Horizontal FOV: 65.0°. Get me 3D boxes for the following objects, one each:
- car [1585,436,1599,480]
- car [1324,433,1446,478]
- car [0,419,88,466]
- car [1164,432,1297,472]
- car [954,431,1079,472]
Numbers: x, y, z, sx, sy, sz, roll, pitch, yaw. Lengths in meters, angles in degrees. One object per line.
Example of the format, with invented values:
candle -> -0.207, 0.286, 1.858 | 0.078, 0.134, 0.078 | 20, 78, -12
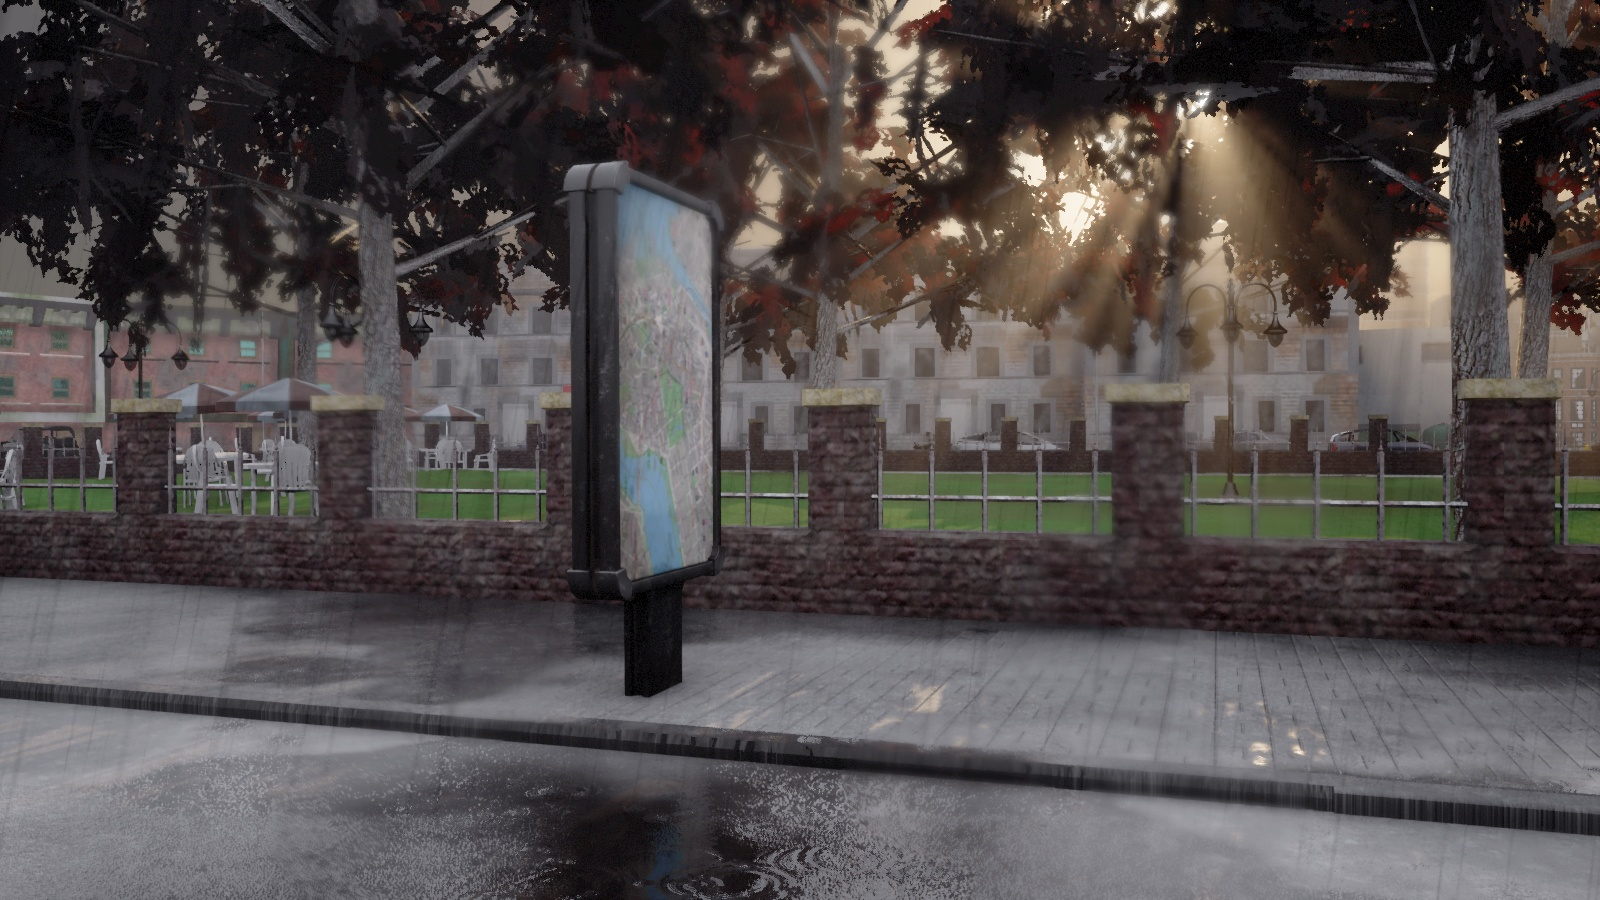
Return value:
car -> 28.829, 0.278, 41.844 | 4.193, 1.474, 1.816 | 1, 1, 18
car -> 20.685, 0.169, 44.551 | 3.705, 1.549, 1.789 | 0, 1, 18
car -> -31.786, -0.327, 51.845 | 1.905, 1.878, 3.866 | 1, 1, 20
car -> 17.077, 0.047, 49.963 | 4.902, 1.511, 2.128 | 1, 1, 18
car -> 8.403, 0.026, 48.626 | 4.514, 1.525, 2.007 | 1, 1, 18
